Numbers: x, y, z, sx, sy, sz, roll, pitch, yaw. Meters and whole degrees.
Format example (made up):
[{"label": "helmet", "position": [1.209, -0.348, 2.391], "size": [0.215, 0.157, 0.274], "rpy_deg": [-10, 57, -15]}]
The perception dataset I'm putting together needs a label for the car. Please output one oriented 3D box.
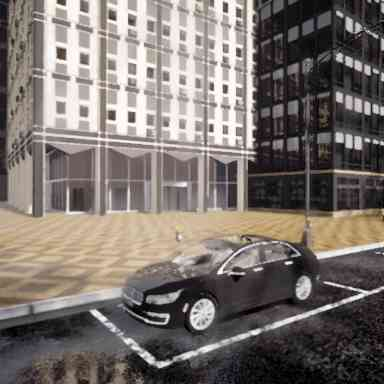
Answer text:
[{"label": "car", "position": [0.782, 1.578, 6.674], "size": [4.403, 1.369, 2.008], "rpy_deg": [0, 0, -36]}]
